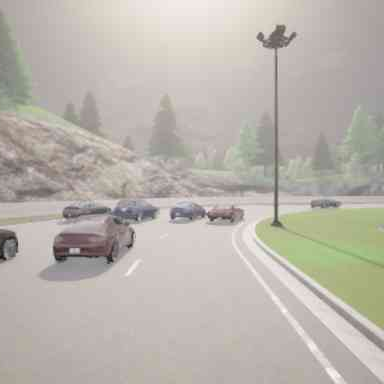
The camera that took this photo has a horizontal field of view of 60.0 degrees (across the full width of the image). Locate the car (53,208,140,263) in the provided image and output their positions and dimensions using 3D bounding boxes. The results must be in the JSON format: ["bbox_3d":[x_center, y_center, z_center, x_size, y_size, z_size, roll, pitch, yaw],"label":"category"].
[{"bbox_3d":[-3.302,1.522,11.840,1.812,1.442,4.674,0,0,2],"label":"car"}]

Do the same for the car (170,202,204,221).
[{"bbox_3d":[-0.268,1.517,27.279,1.812,1.442,4.674,0,0,21],"label":"car"}]

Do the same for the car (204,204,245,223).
[{"bbox_3d":[2.749,1.593,25.678,1.895,1.301,4.718,0,0,21],"label":"car"}]

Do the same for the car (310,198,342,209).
[{"bbox_3d":[17.943,1.481,44.479,4.902,1.511,2.128,0,0,-32],"label":"car"}]

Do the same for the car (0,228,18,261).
[{"bbox_3d":[-6.859,1.488,9.398,2.128,1.511,4.902,0,0,1],"label":"car"}]

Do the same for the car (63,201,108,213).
[{"bbox_3d":[-8.167,1.483,26.457,2.128,1.511,4.902,0,0,16],"label":"car"}]

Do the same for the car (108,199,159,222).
[{"bbox_3d":[-4.300,1.344,26.157,2.097,1.767,4.553,0,0,17],"label":"car"}]
